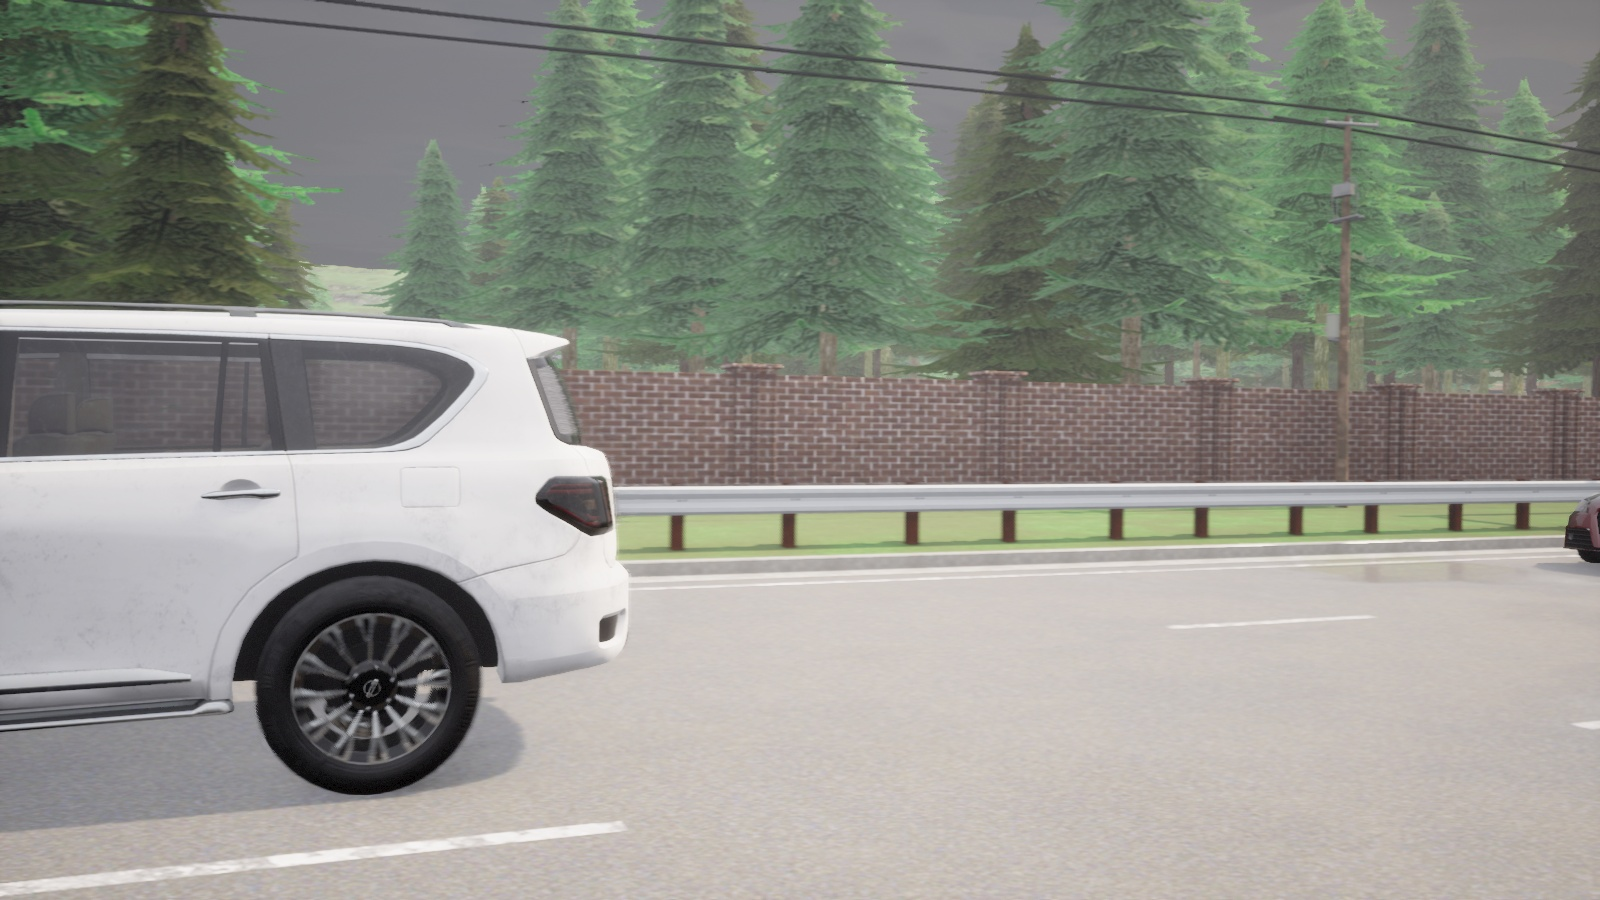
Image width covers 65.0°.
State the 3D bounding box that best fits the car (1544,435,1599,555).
[{"bbox_3d":[11.324,0.495,15.027,4.181,1.385,1.994,-1,1,-21],"label":"car"}]

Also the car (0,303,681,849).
[{"bbox_3d":[-3.530,0.463,5.639,5.566,2.045,2.150,-1,1,-21],"label":"car"}]
